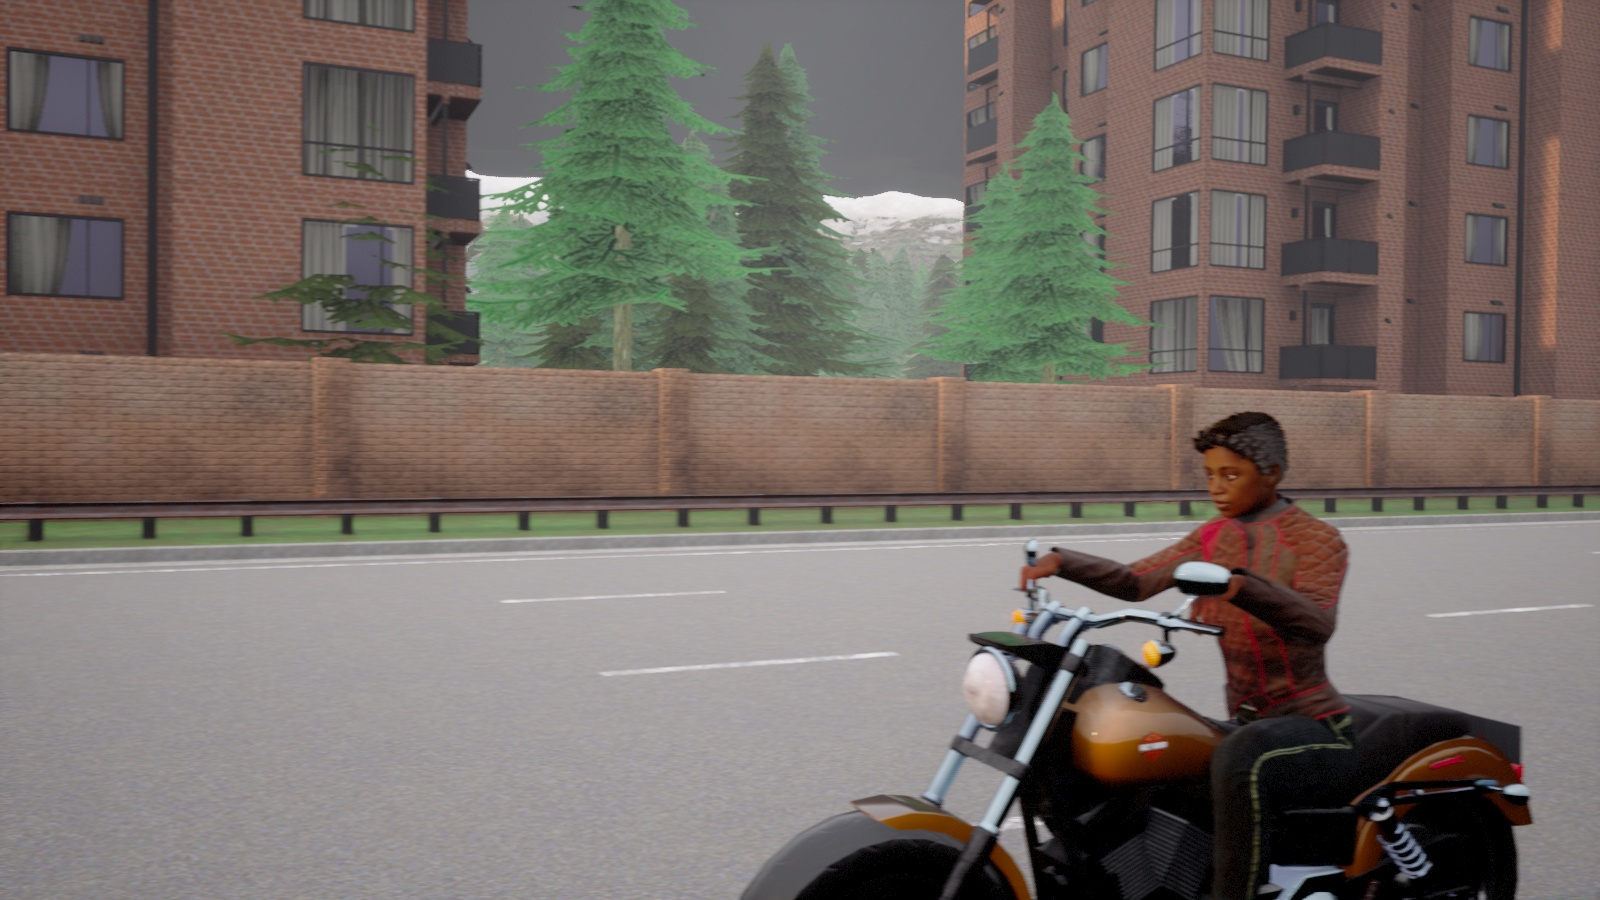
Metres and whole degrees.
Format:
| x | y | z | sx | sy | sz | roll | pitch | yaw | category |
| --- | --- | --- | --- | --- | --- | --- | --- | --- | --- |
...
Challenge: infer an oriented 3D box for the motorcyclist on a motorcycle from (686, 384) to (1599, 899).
| x | y | z | sx | sy | sz | roll | pitch | yaw | category |
| --- | --- | --- | --- | --- | --- | --- | --- | --- | --- |
| 0.969 | 0.689 | 3.079 | 2.350 | 1.649 | 0.766 | -1 | 1 | -24 | motorcyclist on a motorcycle |
